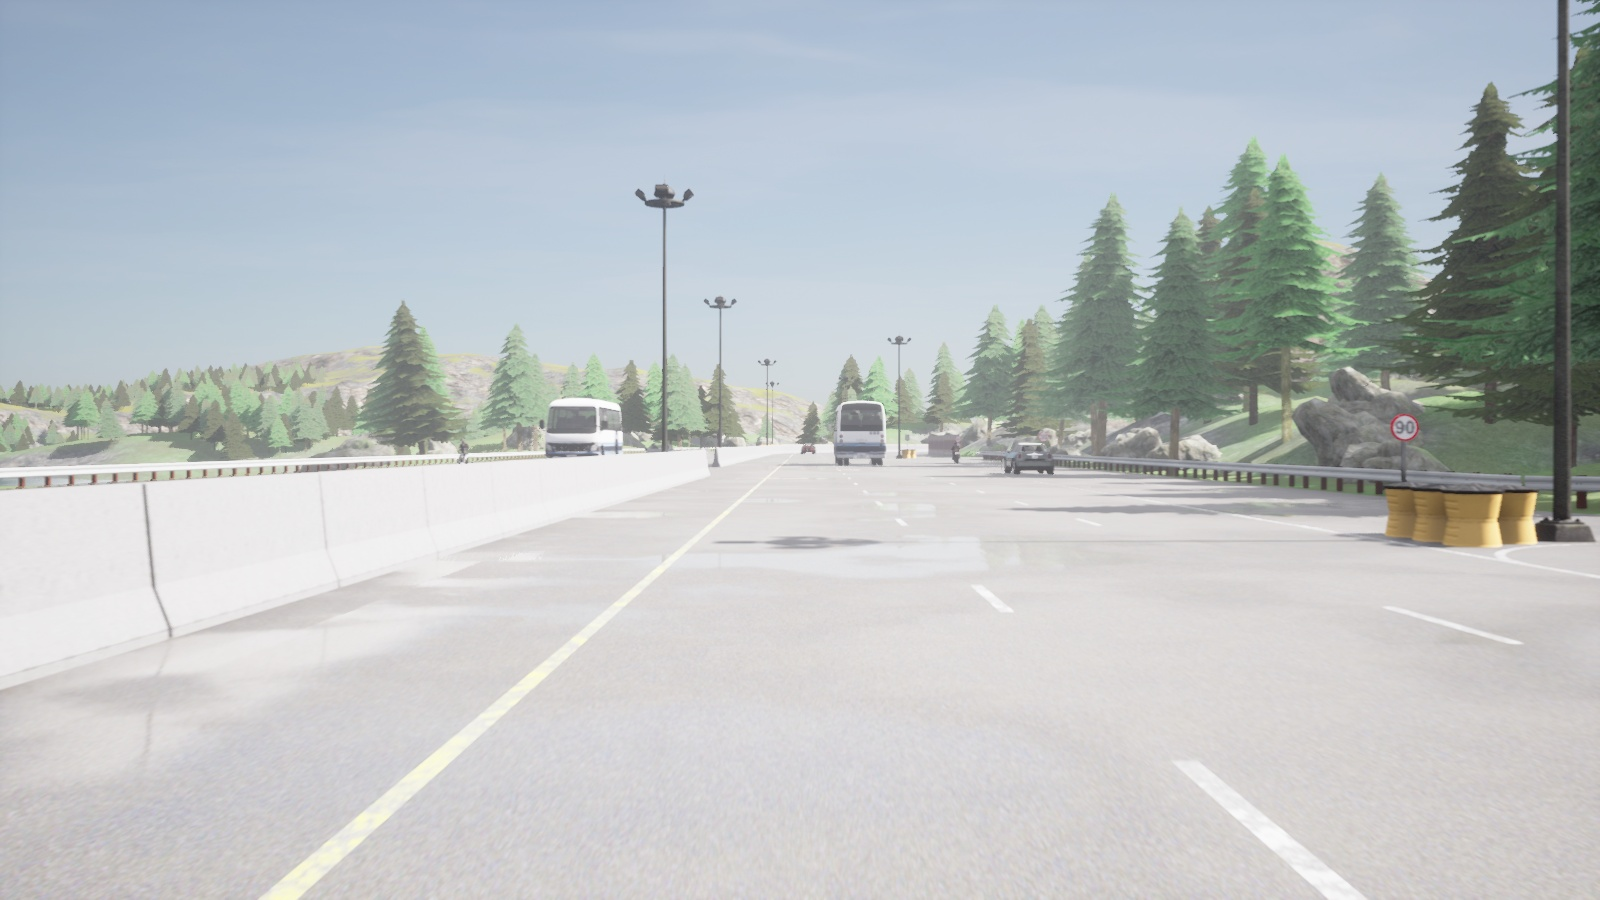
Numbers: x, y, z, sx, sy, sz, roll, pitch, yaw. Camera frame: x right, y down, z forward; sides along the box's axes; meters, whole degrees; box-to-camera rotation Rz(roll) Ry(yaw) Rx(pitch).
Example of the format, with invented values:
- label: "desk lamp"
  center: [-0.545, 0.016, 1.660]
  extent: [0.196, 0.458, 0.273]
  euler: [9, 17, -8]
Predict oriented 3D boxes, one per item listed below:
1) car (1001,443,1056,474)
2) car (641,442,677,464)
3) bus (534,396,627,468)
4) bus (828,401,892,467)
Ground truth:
- label: "car"
  center: [10.861, 0.383, 59.924]
  extent: [1.970, 1.475, 3.806]
  euler: [0, 0, 0]
- label: "car"
  center: [-9.971, 0.182, 89.190]
  extent: [2.007, 1.525, 4.514]
  euler: [0, 0, 0]
- label: "bus"
  center: [-13.532, -1.083, 78.492]
  extent: [3.944, 4.253, 10.273]
  euler: [0, 0, 0]
- label: "bus"
  center: [4.016, -1.115, 86.751]
  extent: [3.944, 4.253, 10.273]
  euler: [0, 1, 0]
